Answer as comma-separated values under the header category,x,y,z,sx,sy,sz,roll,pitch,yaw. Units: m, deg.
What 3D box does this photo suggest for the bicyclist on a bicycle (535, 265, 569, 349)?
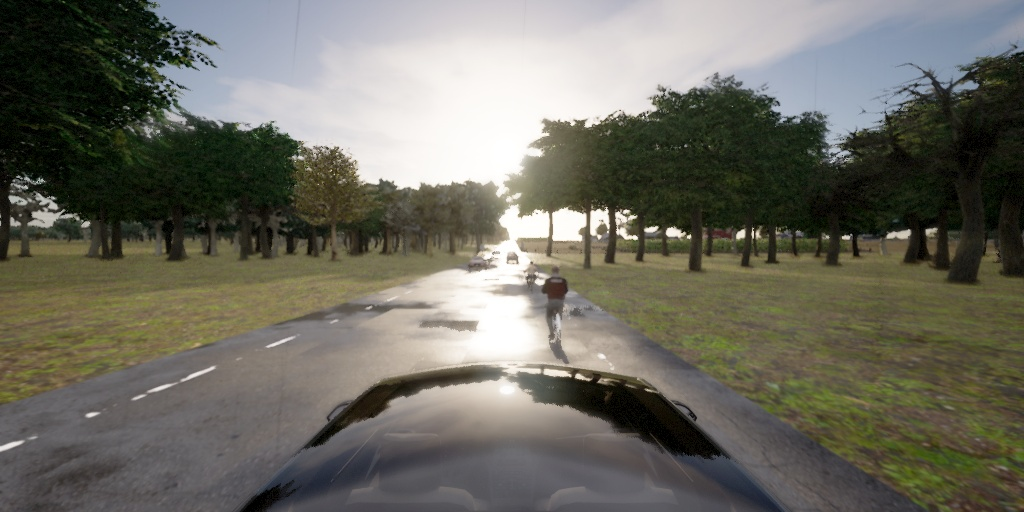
category,x,y,z,sx,sy,sz,roll,pitch,yaw
bicyclist on a bicycle,0.962,1.078,8.116,0.659,1.776,1.843,0,1,0

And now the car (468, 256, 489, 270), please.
category,x,y,z,sx,sy,sz,roll,pitch,yaw
car,-3.607,0.727,39.142,1.994,1.385,4.181,0,1,0

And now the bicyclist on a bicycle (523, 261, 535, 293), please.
category,x,y,z,sx,sy,sz,roll,pitch,yaw
bicyclist on a bicycle,0.975,1.037,18.112,0.866,1.612,1.509,0,1,0

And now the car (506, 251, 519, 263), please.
category,x,y,z,sx,sy,sz,roll,pitch,yaw
car,0.074,0.238,56.578,2.128,1.511,4.902,0,1,0
